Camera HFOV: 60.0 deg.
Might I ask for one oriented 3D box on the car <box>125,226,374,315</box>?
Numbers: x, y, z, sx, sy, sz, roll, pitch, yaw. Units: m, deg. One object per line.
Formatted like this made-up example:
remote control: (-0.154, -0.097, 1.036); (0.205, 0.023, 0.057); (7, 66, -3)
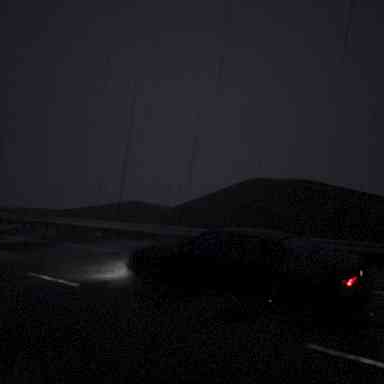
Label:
car: (0.988, 1.502, 7.457); (5.357, 1.411, 2.033); (1, 0, 34)
